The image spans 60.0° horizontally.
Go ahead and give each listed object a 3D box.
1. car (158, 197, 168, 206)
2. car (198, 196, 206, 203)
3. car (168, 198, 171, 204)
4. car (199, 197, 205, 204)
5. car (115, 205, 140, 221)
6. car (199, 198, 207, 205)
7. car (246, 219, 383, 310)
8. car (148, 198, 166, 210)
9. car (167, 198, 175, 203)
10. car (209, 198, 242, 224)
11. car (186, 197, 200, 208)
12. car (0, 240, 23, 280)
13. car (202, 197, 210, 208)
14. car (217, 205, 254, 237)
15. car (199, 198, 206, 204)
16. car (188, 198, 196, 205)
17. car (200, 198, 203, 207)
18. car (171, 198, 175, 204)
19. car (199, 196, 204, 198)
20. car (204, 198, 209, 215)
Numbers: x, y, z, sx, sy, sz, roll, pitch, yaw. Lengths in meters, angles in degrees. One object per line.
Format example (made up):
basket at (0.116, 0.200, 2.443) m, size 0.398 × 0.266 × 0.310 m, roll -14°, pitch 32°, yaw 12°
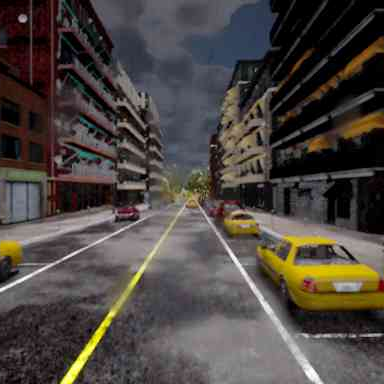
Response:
car at (-5.714, 2.056, 57.453) m, size 2.008 × 1.369 × 4.403 m, roll -1°, pitch -1°, yaw 0°
car at (2.656, 2.113, 90.648) m, size 2.192 × 1.841 × 5.009 m, roll -1°, pitch -1°, yaw 0°
car at (-5.720, 1.868, 62.978) m, size 2.192 × 1.841 × 5.009 m, roll -1°, pitch -1°, yaw 0°
car at (2.666, 2.073, 57.502) m, size 1.947 × 1.339 × 4.313 m, roll -1°, pitch -1°, yaw 0°
car at (-5.709, 1.844, 29.834) m, size 1.802 × 1.307 × 4.206 m, roll -1°, pitch -1°, yaw 0°
car at (2.662, 2.228, 79.769) m, size 1.752 × 1.417 × 4.829 m, roll -1°, pitch -1°, yaw 0°
car at (2.640, 1.597, 7.957) m, size 1.752 × 1.417 × 4.829 m, roll -1°, pitch -1°, yaw 0°
car at (-5.713, 2.007, 51.930) m, size 2.008 × 1.369 × 4.403 m, roll -1°, pitch -1°, yaw 0°
car at (-5.720, 2.340, 90.597) m, size 1.887 × 1.381 × 4.507 m, roll -1°, pitch -1°, yaw 0°
car at (2.672, 1.531, 24.360) m, size 2.192 × 1.841 × 5.009 m, roll -1°, pitch -1°, yaw 0°
car at (-0.011, 2.006, 60.018) m, size 1.882 × 1.535 × 5.008 m, roll 0°, pitch -1°, yaw 0°
car at (-5.706, 1.592, 7.568) m, size 1.752 × 1.417 × 4.829 m, roll -1°, pitch -1°, yaw 0°
car at (2.666, 1.802, 40.932) m, size 1.967 × 1.590 × 4.097 m, roll -1°, pitch -1°, yaw 0°
car at (2.681, 1.694, 19.005) m, size 1.752 × 1.417 × 4.829 m, roll -1°, pitch -1°, yaw 0°
car at (2.662, 2.331, 85.122) m, size 1.802 × 1.307 × 4.206 m, roll -1°, pitch -1°, yaw 0°
car at (-0.013, 2.018, 70.436) m, size 1.812 × 1.442 × 4.674 m, roll 0°, pitch -1°, yaw 0°
car at (2.666, 2.010, 51.978) m, size 2.008 × 1.369 × 4.403 m, roll -1°, pitch -1°, yaw 0°
car at (-5.718, 2.249, 79.548) m, size 2.008 × 1.369 × 4.403 m, roll -1°, pitch -1°, yaw 0°
car at (2.660, 1.871, 63.028) m, size 2.192 × 1.841 × 5.009 m, roll -1°, pitch -1°, yaw 0°
car at (2.667, 1.753, 35.407) m, size 1.967 × 1.590 × 4.097 m, roll -1°, pitch -1°, yaw 0°
